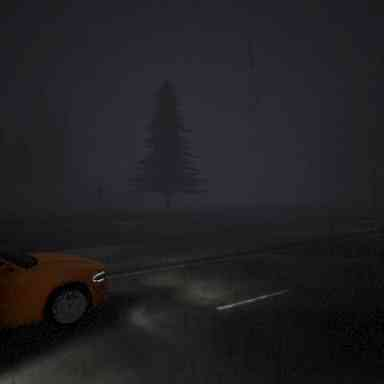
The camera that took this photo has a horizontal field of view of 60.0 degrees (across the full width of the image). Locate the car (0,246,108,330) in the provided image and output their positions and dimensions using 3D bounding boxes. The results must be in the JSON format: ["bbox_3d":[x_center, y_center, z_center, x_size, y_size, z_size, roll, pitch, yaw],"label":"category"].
[{"bbox_3d":[-3.860,1.478,5.292,5.008,1.535,1.882,0,0,-36],"label":"car"}]
